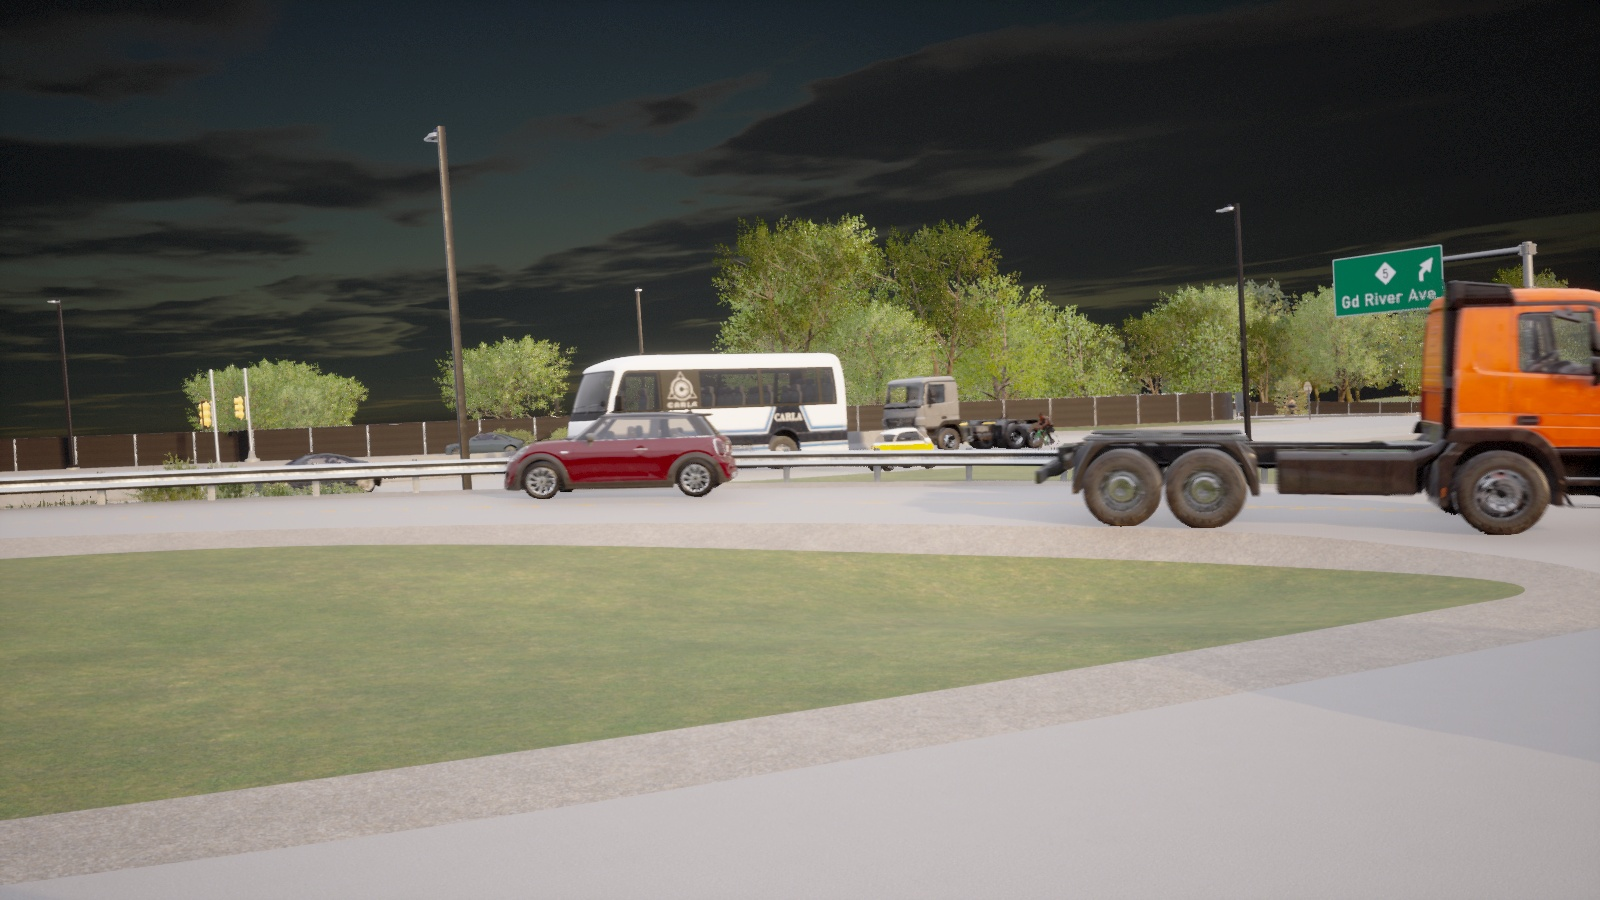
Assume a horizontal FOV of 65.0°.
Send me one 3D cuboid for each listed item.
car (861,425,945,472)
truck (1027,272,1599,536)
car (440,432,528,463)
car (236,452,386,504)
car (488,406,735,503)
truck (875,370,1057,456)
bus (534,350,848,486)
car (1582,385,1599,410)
[{"bbox_3d":[3.357,-0.048,41.003,2.207,1.376,1.481,-4,2,-33],"label":"car"},{"bbox_3d":[7.612,-0.680,18.895,7.936,3.462,2.891,0,4,17],"label":"truck"},{"bbox_3d":[-16.549,-0.140,65.894,4.181,1.385,1.994,-2,2,-6],"label":"car"},{"bbox_3d":[-15.971,0.885,41.068,4.181,1.385,1.994,-4,2,-33],"label":"car"},{"bbox_3d":[-3.684,0.048,25.202,4.553,1.767,2.097,-1,2,2],"label":"car"},{"bbox_3d":[7.514,-1.697,56.155,7.936,3.462,2.891,-4,2,-33],"label":"truck"},{"bbox_3d":[-3.743,-1.241,44.767,10.273,4.253,3.944,-4,2,-33],"label":"bus"},{"bbox_3d":[49.333,-3.231,75.318,1.845,1.501,3.633,-3,2,-32],"label":"car"}]
